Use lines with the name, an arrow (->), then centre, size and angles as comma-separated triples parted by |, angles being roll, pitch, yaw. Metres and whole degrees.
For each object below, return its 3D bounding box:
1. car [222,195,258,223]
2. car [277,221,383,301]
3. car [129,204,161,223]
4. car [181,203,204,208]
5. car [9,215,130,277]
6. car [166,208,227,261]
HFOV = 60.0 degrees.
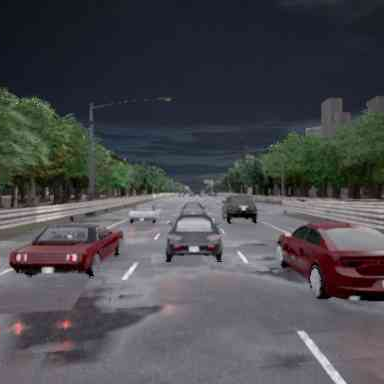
car -> 3.560, 1.204, 25.434 | 2.150, 2.045, 5.566 | 0, 1, 0
car -> 3.548, 1.478, 8.402 | 1.882, 1.535, 5.008 | 0, 0, 1
car -> -3.440, 1.582, 25.136 | 1.895, 1.301, 4.718 | 0, 0, 0
car -> 0.070, 1.537, 27.051 | 1.994, 1.385, 4.181 | 0, 0, 0
car -> -3.436, 1.601, 10.231 | 1.895, 1.301, 4.718 | 0, 0, 1
car -> 0.073, 1.526, 12.142 | 1.812, 1.442, 4.674 | 0, 0, 0
